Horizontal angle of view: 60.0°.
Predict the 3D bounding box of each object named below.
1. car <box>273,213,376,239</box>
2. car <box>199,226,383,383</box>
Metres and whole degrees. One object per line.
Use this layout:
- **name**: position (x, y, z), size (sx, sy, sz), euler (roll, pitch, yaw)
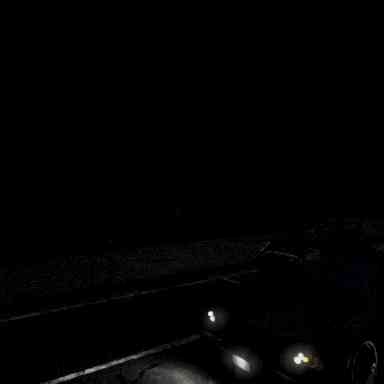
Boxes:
- **car**: position (3.693, 1.440, 9.158), size (4.097, 1.590, 1.967), euler (0, 0, -35)
- **car**: position (2.723, 1.547, 5.314), size (5.357, 1.411, 2.033), euler (0, 0, -35)
